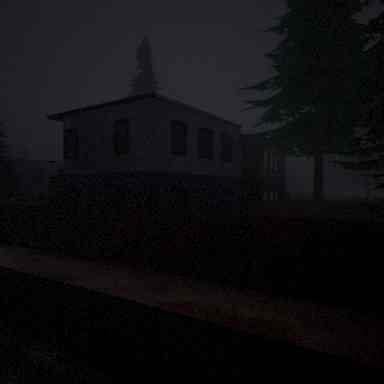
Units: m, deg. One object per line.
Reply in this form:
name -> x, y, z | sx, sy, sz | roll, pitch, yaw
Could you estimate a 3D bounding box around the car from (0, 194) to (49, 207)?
car -> -14.753, 1.202, 29.594 | 2.150, 2.045, 5.566 | 0, 0, 27
